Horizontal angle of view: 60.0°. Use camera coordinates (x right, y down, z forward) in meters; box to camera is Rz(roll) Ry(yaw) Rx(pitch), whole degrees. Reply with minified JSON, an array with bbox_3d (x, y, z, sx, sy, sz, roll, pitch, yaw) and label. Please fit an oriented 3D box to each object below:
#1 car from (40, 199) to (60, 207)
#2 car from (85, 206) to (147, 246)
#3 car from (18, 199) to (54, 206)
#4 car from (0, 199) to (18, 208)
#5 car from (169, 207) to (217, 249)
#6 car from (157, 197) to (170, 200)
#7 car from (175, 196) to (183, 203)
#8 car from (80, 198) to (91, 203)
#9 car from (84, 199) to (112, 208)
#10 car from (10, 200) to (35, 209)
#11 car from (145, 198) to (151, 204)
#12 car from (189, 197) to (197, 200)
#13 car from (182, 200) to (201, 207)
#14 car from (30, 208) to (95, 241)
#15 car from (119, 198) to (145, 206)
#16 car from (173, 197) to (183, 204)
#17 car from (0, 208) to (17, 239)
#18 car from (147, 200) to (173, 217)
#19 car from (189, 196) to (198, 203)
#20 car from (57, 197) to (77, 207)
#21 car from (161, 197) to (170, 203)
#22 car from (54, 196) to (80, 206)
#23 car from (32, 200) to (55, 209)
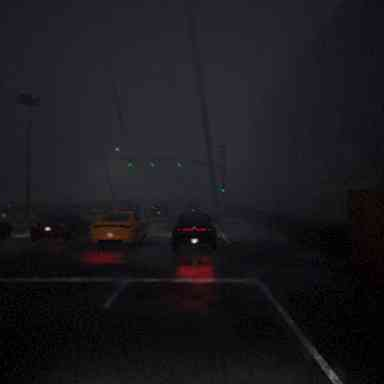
[{"bbox_3d":[-27.839,2.125,65.170,1.895,1.301,4.718,0,0,0],"label":"car"},{"bbox_3d":[-3.399,1.658,16.273,1.882,1.535,5.008,0,-1,0],"label":"car"},{"bbox_3d":[-20.993,1.805,45.012,2.097,1.767,4.553,0,0,0],"label":"car"},{"bbox_3d":[-24.492,1.805,45.029,2.097,1.767,4.553,0,0,0],"label":"car"},{"bbox_3d":[0.101,1.677,15.439,1.837,1.490,4.892,0,-1,0],"label":"car"},{"bbox_3d":[-6.770,2.027,73.851,2.128,1.511,4.902,0,0,0],"label":"car"},{"bbox_3d":[-3.189,1.884,84.246,1.882,1.535,5.008,0,0,0],"label":"car"},{"bbox_3d":[-20.839,1.882,65.089,2.097,1.767,4.553,0,0,0],"label":"car"},{"bbox_3d":[-10.397,1.888,38.404,1.882,1.535,5.008,0,0,0],"label":"car"},{"bbox_3d":[-27.918,2.079,55.079,1.994,1.385,4.181,0,0,0],"label":"car"},{"bbox_3d":[-10.270,1.980,73.883,1.882,1.535,5.008,0,0,0],"label":"car"},{"bbox_3d":[0.233,2.057,74.213,1.994,1.385,4.181,0,0,0],"label":"car"},{"bbox_3d":[0.103,1.976,38.011,1.994,1.385,4.181,0,0,0],"label":"car"},{"bbox_3d":[-6.899,1.763,17.912,1.994,1.385,4.181,0,-1,0],"label":"car"},{"bbox_3d":[-6.897,1.750,36.779,2.097,1.767,4.553,0,0,0],"label":"car"},{"bbox_3d":[-3.268,1.860,74.209,2.097,1.767,4.553,0,0,0],"label":"car"},{"bbox_3d":[-10.414,1.699,15.586,1.812,1.442,4.674,0,-1,0],"label":"car"},{"bbox_3d":[-3.398,1.903,36.547,1.837,1.490,4.892,0,0,0],"label":"car"},{"bbox_3d":[0.311,1.931,84.220,2.128,1.511,4.902,0,0,0],"label":"car"},{"bbox_3d":[-24.341,1.885,64.954,2.097,1.767,4.553,0,0,0],"label":"car"},{"bbox_3d":[-6.689,1.958,84.274,1.994,1.385,4.181,0,0,0],"label":"car"},{"bbox_3d":[-20.919,1.735,54.897,2.150,2.045,5.566,0,0,0],"label":"car"},{"bbox_3d":[-24.419,2.078,54.887,1.994,1.385,4.181,0,0,0],"label":"car"}]
